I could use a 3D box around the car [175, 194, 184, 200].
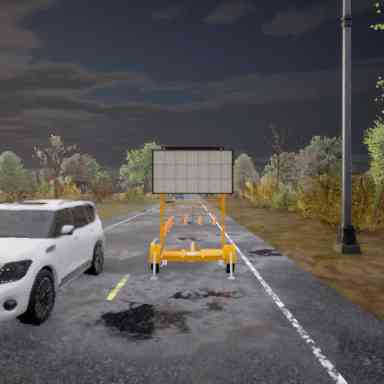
[{"bbox_3d":[-3.301,1.137,89.968,2.150,2.045,5.566,0,0,0],"label":"car"}]

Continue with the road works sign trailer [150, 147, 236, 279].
[{"bbox_3d":[0.023,0.464,9.989,2.380,3.560,2.880,0,0,0],"label":"road works sign trailer"}]

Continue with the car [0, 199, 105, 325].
[{"bbox_3d":[-3.582,1.221,7.457,2.150,2.045,5.566,0,0,0],"label":"car"}]

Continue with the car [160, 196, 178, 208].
[{"bbox_3d":[-3.492,1.567,48.088,1.895,1.301,4.718,0,0,0],"label":"car"}]
